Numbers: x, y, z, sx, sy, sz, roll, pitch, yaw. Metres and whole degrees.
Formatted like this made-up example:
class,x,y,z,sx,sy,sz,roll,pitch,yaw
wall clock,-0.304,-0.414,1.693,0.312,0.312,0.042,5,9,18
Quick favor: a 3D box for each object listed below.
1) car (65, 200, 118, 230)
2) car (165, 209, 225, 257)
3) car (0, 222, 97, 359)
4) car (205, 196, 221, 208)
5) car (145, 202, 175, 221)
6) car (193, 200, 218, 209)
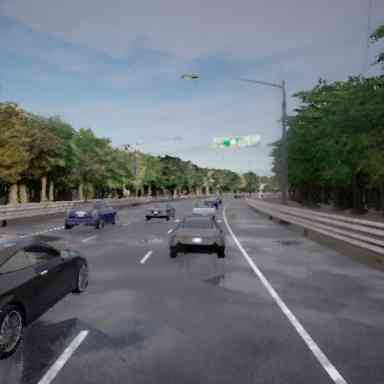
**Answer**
class,x,y,z,sx,sy,sz,roll,pitch,yaw
car,-6.292,1.349,21.306,2.097,1.767,4.553,0,0,3
car,0.240,1.576,13.063,1.994,1.385,4.181,0,0,2
car,-3.343,1.523,5.851,1.812,1.442,4.674,0,0,1
car,2.631,1.506,45.319,1.882,1.535,5.008,0,0,6
car,-2.485,1.558,27.239,2.033,1.411,5.357,0,0,4
car,1.142,1.622,29.793,1.895,1.301,4.718,0,0,4
